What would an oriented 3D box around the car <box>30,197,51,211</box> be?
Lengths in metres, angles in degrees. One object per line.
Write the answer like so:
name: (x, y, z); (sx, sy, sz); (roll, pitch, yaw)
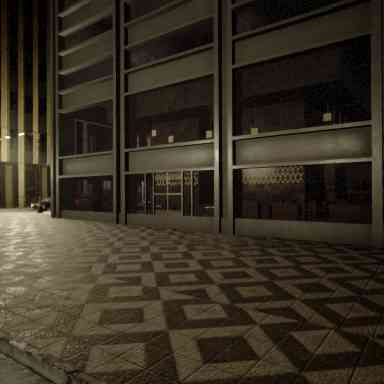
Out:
car: (-16.038, 1.343, 38.249); (2.128, 1.511, 4.902); (0, 0, 36)
